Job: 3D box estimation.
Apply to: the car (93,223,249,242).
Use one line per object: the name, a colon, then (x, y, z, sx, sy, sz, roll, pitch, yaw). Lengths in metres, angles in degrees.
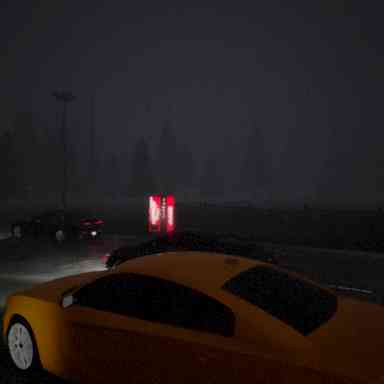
car: (-0.078, 1.564, 7.939, 4.181, 1.385, 1.994, 0, 0, 33)

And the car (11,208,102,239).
car: (-6.376, 1.507, 15.571, 4.892, 1.490, 1.837, 1, 0, 28)

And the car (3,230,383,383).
car: (-0.259, 1.478, 3.952, 5.008, 1.535, 1.882, -1, -1, 34)

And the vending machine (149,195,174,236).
vending machine: (-1.610, 1.195, 17.772, 0.880, 2.100, 1.100, 0, 0, 29)
